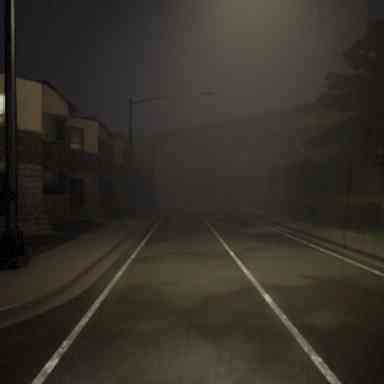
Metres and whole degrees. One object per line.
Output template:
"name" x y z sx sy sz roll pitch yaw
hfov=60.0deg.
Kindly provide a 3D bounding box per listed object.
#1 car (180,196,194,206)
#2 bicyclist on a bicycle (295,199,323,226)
"car" -0.812 1.397 53.346 1.882 1.535 5.008 -1 0 3
"bicyclist on a bicycle" 6.839 1.212 19.504 1.656 1.620 0.582 -1 0 -2
